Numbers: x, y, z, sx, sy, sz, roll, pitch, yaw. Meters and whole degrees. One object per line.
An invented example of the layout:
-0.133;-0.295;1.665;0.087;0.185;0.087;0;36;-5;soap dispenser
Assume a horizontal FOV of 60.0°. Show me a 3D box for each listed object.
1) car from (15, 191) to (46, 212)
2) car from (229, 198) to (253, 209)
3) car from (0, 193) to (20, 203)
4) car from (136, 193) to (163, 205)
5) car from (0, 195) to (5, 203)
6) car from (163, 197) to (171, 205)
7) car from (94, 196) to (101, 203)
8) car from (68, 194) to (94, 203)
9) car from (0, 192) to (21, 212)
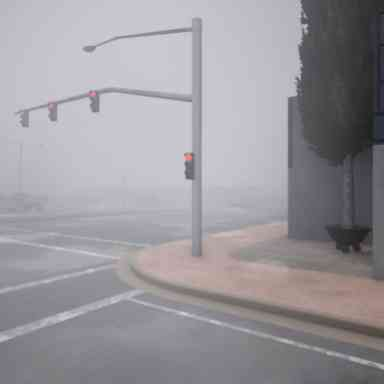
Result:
-18.383;1.150;36.728;3.866;1.878;1.905;0;0;35;car
6.881;1.561;46.726;1.994;1.385;4.181;0;0;37;car
-36.835;1.141;67.074;4.605;1.855;1.932;0;0;35;car
-7.048;1.150;52.746;3.866;1.878;1.905;0;0;35;car
-38.349;1.352;64.858;3.905;1.438;1.784;0;0;35;car
-5.362;1.390;55.100;3.806;1.475;1.970;0;0;35;car
-19.613;1.355;65.201;3.905;1.438;1.784;0;0;35;car
-21.342;1.144;62.877;4.605;1.855;1.932;0;0;35;car
-20.103;1.147;34.400;4.605;1.855;1.932;0;0;35;car
